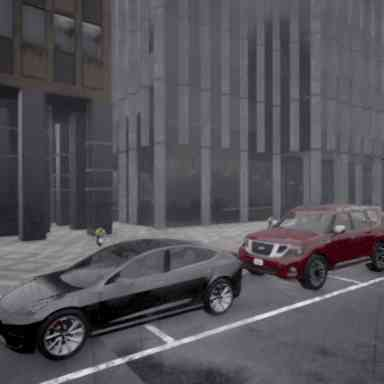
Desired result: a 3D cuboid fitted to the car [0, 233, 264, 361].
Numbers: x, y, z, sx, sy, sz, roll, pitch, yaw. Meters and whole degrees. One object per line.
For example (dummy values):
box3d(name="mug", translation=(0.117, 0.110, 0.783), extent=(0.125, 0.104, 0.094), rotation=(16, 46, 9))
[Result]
box3d(name="car", translation=(-0.989, 1.565, 5.945), extent=(4.313, 1.339, 1.947), rotation=(0, 0, -35))

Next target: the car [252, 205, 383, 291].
box3d(name="car", translation=(3.599, 1.310, 9.218), extent=(5.009, 1.841, 2.192), rotation=(0, 0, -35))
